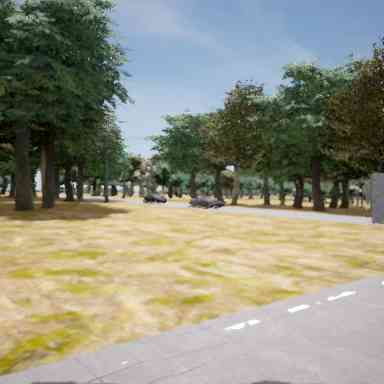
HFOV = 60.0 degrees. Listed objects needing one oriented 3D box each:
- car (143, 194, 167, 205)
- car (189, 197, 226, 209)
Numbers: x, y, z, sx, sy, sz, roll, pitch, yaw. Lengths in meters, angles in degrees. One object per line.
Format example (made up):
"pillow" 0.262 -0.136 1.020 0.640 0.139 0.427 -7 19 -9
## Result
"car" -5.710 1.040 51.391 1.882 1.535 5.008 0 1 -37
"car" 1.800 1.293 41.696 2.033 1.411 5.357 0 1 -38
